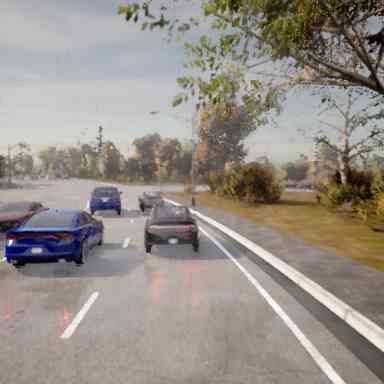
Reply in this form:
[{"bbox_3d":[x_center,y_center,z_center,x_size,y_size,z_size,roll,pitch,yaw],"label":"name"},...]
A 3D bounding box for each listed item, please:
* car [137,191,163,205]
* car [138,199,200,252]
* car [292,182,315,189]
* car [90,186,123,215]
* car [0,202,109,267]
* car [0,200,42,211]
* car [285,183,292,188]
[{"bbox_3d":[-3.438,0.689,27.457,2.128,1.511,4.902,-1,3,-13],"label":"car"},{"bbox_3d":[-0.831,1.244,12.738,2.128,1.511,4.902,-1,2,-6],"label":"car"},{"bbox_3d":[25.614,-1.393,74.868,4.892,1.490,1.837,1,3,-29],"label":"car"},{"bbox_3d":[-6.511,0.550,25.305,2.150,2.045,5.566,-1,3,-13],"label":"car"},{"bbox_3d":[-4.149,1.293,10.838,1.882,1.535,5.008,0,1,-5],"label":"car"},{"bbox_3d":[-8.575,1.181,16.495,1.882,1.535,5.008,-1,2,-9],"label":"car"},{"bbox_3d":[23.914,-1.537,77.926,4.718,1.301,1.895,1,3,-29],"label":"car"}]
